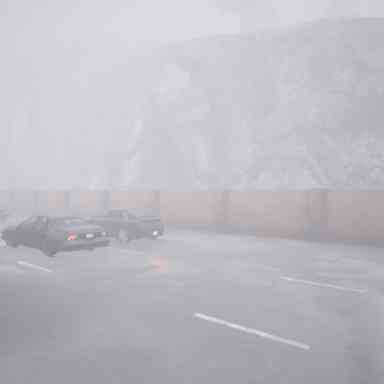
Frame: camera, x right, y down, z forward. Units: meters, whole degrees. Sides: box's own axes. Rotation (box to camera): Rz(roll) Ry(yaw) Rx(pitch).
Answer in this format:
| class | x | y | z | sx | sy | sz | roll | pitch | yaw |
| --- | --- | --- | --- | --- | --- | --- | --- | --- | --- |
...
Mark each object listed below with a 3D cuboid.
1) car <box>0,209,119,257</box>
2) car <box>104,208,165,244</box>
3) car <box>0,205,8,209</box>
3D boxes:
| class | x | y | z | sx | sy | sz | roll | pitch | yaw |
| --- | --- | --- | --- | --- | --- | --- | --- | --- | --- |
| car | -5.453 | 1.545 | 12.961 | 5.357 | 1.411 | 2.033 | 0 | 0 | 39 |
| car | -3.453 | 1.508 | 15.846 | 4.892 | 1.490 | 1.837 | 0 | 0 | 39 |
| car | -16.264 | 1.531 | 26.238 | 5.357 | 1.411 | 2.033 | 0 | 0 | 39 |
